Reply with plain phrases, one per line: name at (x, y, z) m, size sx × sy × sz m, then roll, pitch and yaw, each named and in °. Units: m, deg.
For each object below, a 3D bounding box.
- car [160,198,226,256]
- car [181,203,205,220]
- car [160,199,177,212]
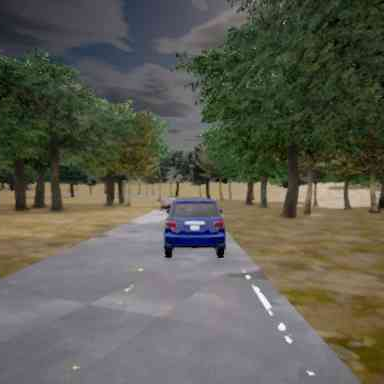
car at (0.094, 1.267, 13.412) m, size 2.150 × 2.045 × 5.566 m, roll 0°, pitch 0°, yaw 0°
car at (0.108, 1.698, 30.061) m, size 1.994 × 1.385 × 4.181 m, roll 0°, pitch 0°, yaw 0°
car at (-3.056, 1.684, 43.845) m, size 1.882 × 1.535 × 5.008 m, roll 0°, pitch 0°, yaw 0°
